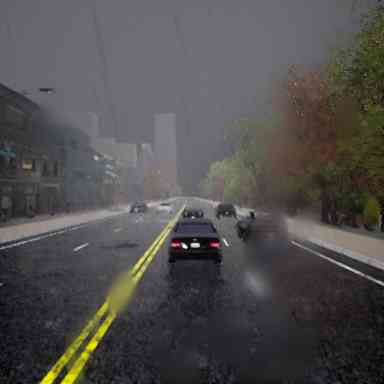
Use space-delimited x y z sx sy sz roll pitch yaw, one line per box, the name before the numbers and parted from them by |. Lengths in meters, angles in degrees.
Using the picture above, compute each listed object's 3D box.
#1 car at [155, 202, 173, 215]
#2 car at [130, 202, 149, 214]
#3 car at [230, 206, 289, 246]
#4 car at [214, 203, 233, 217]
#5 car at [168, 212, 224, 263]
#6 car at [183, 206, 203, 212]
car | -3.345 2.019 41.586 1.812 1.442 4.674 0 -1 0
car | -6.594 1.989 41.906 2.128 1.511 4.902 0 -1 0
car | 3.347 1.688 16.413 2.128 1.511 4.902 0 -1 0
car | 3.344 1.882 34.017 1.882 1.535 5.008 0 -1 0
car | 0.099 1.699 12.650 2.033 1.411 5.357 0 -1 0
car | 0.095 1.970 31.035 1.895 1.301 4.718 0 -1 0
